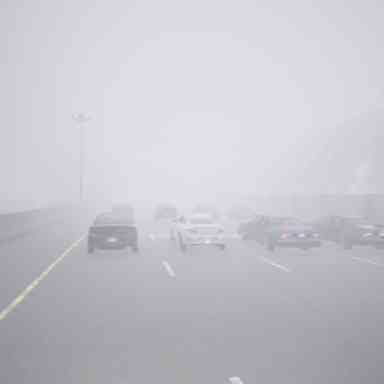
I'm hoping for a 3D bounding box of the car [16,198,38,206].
[{"bbox_3d":[-29.425,1.775,59.961,1.895,1.301,4.718,1,0,-11],"label":"car"}]

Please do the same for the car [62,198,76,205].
[{"bbox_3d":[-22.435,1.805,60.698,2.033,1.411,5.357,1,0,-11],"label":"car"}]

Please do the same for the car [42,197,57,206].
[{"bbox_3d":[-25.995,1.722,60.658,1.837,1.490,4.892,1,0,-11],"label":"car"}]

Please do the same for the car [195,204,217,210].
[{"bbox_3d":[1.100,1.804,29.608,2.033,1.411,5.357,1,0,-10],"label":"car"}]

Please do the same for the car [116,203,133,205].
[{"bbox_3d":[-5.874,1.653,28.893,1.882,1.535,5.008,1,0,-10],"label":"car"}]

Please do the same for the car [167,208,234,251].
[{"bbox_3d":[0.180,1.650,14.793,1.812,1.442,4.674,1,0,-10],"label":"car"}]

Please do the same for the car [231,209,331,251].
[{"bbox_3d":[3.685,1.712,15.057,2.033,1.411,5.357,1,0,-11],"label":"car"}]

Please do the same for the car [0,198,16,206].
[{"bbox_3d":[-32.851,1.731,59.249,1.895,1.301,4.718,1,0,-11],"label":"car"}]

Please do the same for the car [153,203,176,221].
[{"bbox_3d":[-2.426,1.695,29.493,1.882,1.535,5.008,1,0,-10],"label":"car"}]

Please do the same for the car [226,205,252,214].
[{"bbox_3d":[4.494,1.865,30.550,1.994,1.385,4.181,1,0,-10],"label":"car"}]

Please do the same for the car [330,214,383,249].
[{"bbox_3d":[7.123,1.755,15.712,2.033,1.411,5.357,1,0,-11],"label":"car"}]

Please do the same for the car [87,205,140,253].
[{"bbox_3d":[-3.272,1.560,14.216,1.882,1.535,5.008,1,0,-10],"label":"car"}]
